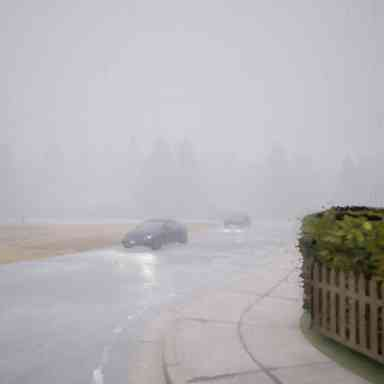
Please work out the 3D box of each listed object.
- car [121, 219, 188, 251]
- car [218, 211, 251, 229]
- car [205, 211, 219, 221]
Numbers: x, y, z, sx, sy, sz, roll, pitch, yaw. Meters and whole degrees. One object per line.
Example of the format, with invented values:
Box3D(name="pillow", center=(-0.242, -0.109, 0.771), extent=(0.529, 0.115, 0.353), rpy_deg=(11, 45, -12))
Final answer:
Box3D(name="car", center=(-1.785, 2.153, 17.576), extent=(1.812, 1.442, 4.674), rpy_deg=(-1, -2, 25))
Box3D(name="car", center=(4.603, 2.739, 33.166), extent=(2.033, 1.411, 5.357), rpy_deg=(0, -2, 21))
Box3D(name="car", center=(4.318, 3.600, 50.356), extent=(4.674, 1.442, 1.812), rpy_deg=(0, -3, 14))
